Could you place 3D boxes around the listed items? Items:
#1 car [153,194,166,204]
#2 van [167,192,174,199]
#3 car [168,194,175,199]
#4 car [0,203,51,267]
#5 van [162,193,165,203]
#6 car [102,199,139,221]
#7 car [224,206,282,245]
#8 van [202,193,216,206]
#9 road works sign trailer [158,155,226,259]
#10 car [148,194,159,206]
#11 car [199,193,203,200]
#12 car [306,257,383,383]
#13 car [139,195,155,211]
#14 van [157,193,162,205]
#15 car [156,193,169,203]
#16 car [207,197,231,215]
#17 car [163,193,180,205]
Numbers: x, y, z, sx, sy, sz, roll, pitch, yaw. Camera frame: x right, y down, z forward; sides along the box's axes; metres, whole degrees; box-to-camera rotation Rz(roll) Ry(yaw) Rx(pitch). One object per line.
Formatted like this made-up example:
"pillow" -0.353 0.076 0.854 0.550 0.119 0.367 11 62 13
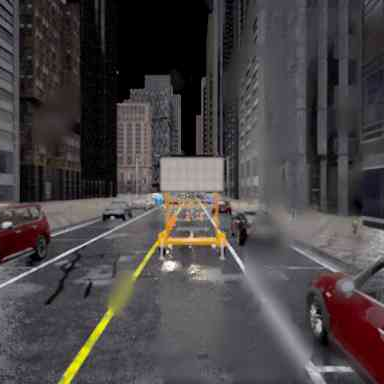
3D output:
"car" -5.756 1.216 60.126 1.967 1.590 4.097 0 0 0
"van" -5.752 1.010 88.331 1.690 1.788 3.998 0 0 0
"car" -5.750 1.192 93.973 1.887 1.381 4.507 0 0 0
"car" -5.765 1.280 9.360 2.192 1.841 5.009 0 0 0
"van" -5.757 1.138 54.485 1.690 1.788 3.998 0 0 0
"car" -5.761 1.468 26.283 1.947 1.339 4.313 0 0 0
"car" 2.762 1.510 15.005 1.947 1.339 4.313 0 0 0
"van" 2.767 1.159 48.848 1.690 1.788 3.998 0 0 0
"road works sign trailer" 0.002 0.418 12.387 2.380 3.560 2.880 0 0 0
"car" -5.759 1.365 43.035 1.752 1.417 4.829 0 0 0
"car" 2.770 1.337 65.771 1.802 1.307 4.206 0 0 0
"car" 2.760 1.426 3.723 1.967 1.590 4.097 0 0 0
"car" -5.759 1.411 37.564 2.008 1.369 4.403 0 0 0
"van" -5.758 1.159 48.845 1.690 1.788 3.998 0 0 0
"car" -5.756 1.070 65.767 2.192 1.841 5.009 0 0 0
"car" 2.765 1.426 31.927 1.887 1.381 4.507 0 0 0
"car" -3.028 1.310 52.730 1.837 1.490 4.892 0 0 0
